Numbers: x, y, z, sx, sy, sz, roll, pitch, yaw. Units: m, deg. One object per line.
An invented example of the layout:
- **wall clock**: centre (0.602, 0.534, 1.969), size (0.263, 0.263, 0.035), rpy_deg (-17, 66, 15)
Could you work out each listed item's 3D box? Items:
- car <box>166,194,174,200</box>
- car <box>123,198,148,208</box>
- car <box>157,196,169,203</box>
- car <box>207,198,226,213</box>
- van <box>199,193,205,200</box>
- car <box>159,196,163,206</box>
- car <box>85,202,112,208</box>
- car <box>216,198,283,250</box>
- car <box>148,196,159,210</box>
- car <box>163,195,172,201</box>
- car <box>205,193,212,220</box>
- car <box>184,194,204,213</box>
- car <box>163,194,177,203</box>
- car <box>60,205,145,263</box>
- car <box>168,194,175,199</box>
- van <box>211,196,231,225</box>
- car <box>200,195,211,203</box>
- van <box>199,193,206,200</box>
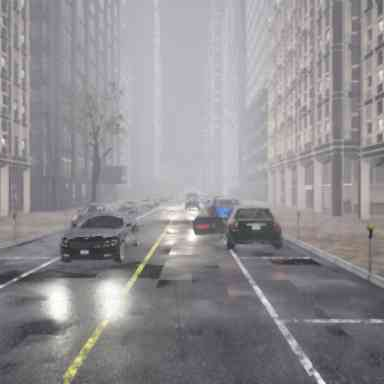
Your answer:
- **car**: centre (-5.734, 1.327, 88.298), size (1.887, 1.381, 4.507), rpy_deg (0, 0, 0)
- **car**: centre (-5.708, 1.501, 31.315), size (2.008, 1.369, 4.403), rpy_deg (0, 0, 0)
- **car**: centre (-5.723, 1.426, 65.505), size (1.947, 1.339, 4.313), rpy_deg (0, 0, 0)
- **car**: centre (2.670, 1.464, 37.184), size (1.752, 1.417, 4.829), rpy_deg (0, 0, 0)
- **van**: centre (2.647, 1.124, 88.301), size (1.690, 1.788, 3.998), rpy_deg (0, 0, 0)
- **car**: centre (-5.716, 1.351, 48.411), size (1.967, 1.590, 4.097), rpy_deg (0, 0, 0)
- **car**: centre (-5.703, 1.411, 19.917), size (1.967, 1.590, 4.097), rpy_deg (0, 0, 0)
- **car**: centre (2.378, 1.332, 14.422), size (2.097, 1.767, 4.553), rpy_deg (0, 0, 0)
- **car**: centre (-5.713, 1.451, 42.541), size (1.752, 1.417, 4.829), rpy_deg (0, 0, 0)
- **car**: centre (-5.728, 1.404, 76.902), size (1.802, 1.307, 4.206), rpy_deg (0, 0, 0)
- **car**: centre (2.672, 1.265, 31.315), size (2.192, 1.841, 5.009), rpy_deg (0, 0, 0)
- **car**: centre (0.055, 1.416, 42.547), size (2.128, 1.511, 4.902), rpy_deg (0, 0, 0)
- **car**: centre (-3.025, 1.055, 52.654), size (2.033, 1.411, 5.357), rpy_deg (0, 0, 0)
- **car**: centre (-3.107, 1.461, 12.100), size (1.882, 1.535, 5.008), rpy_deg (0, 0, 0)
- **car**: centre (-5.736, 1.344, 93.997), size (1.802, 1.307, 4.206), rpy_deg (0, 0, 0)
- **van**: centre (2.674, 1.302, 25.616), size (1.690, 1.788, 3.998), rpy_deg (0, 0, 0)
- **car**: centre (2.658, 1.405, 65.507), size (1.887, 1.381, 4.507), rpy_deg (0, 0, 0)
- **van**: centre (2.650, 1.144, 82.601), size (1.690, 1.788, 3.998), rpy_deg (0, 0, 0)
